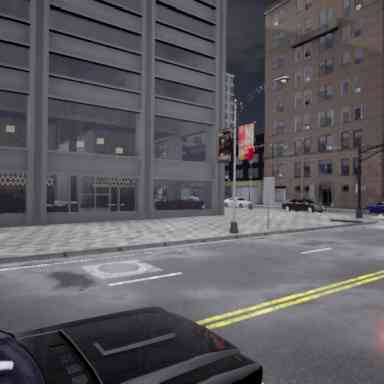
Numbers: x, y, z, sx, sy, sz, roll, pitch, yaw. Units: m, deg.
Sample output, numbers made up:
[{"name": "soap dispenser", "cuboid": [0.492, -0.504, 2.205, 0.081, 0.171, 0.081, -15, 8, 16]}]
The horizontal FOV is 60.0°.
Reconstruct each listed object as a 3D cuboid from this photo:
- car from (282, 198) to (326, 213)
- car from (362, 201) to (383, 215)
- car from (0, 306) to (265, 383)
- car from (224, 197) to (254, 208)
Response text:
[{"name": "car", "cuboid": [11.900, 1.448, 35.586, 1.837, 1.490, 4.892, 1, 0, -35]}, {"name": "car", "cuboid": [18.665, 1.542, 31.555, 1.812, 1.442, 4.674, 1, 0, -35]}, {"name": "car", "cuboid": [-1.667, 1.601, 2.201, 4.718, 1.301, 1.895, 0, 0, -35]}, {"name": "car", "cuboid": [6.036, 1.426, 43.911, 1.812, 1.442, 4.674, 1, 0, -35]}]
